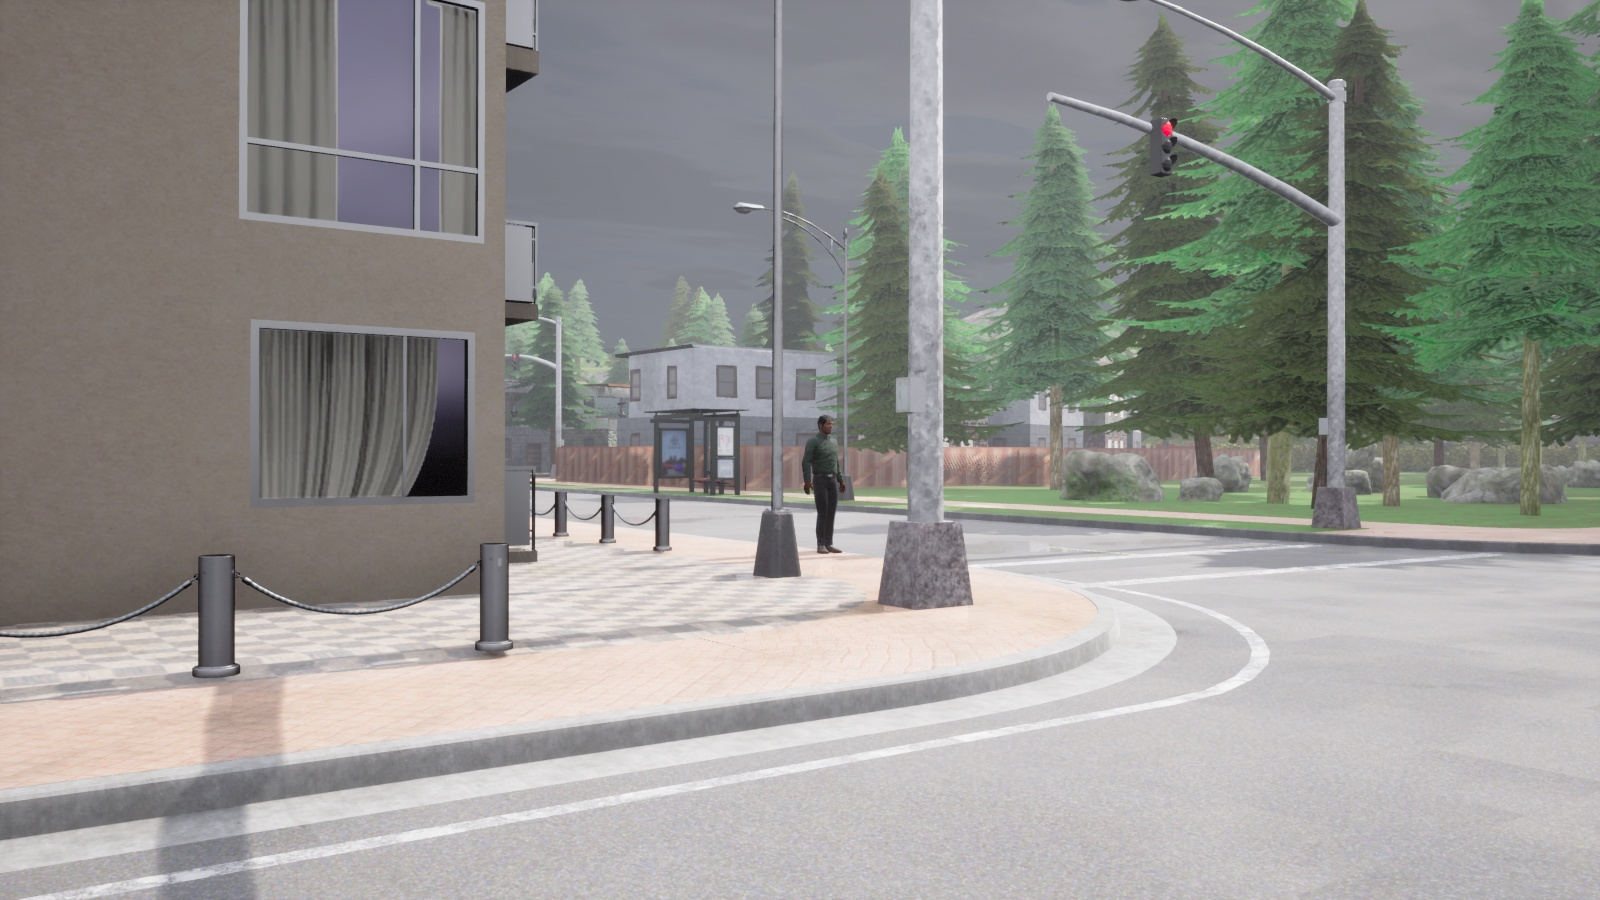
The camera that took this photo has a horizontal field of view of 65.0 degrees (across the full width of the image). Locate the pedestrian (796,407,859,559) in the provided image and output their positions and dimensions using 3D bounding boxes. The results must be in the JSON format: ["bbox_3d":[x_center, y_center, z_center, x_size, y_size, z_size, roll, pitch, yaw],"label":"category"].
[{"bbox_3d":[0.359,0.430,16.557,0.423,1.949,0.788,0,0,-37],"label":"pedestrian"}]
